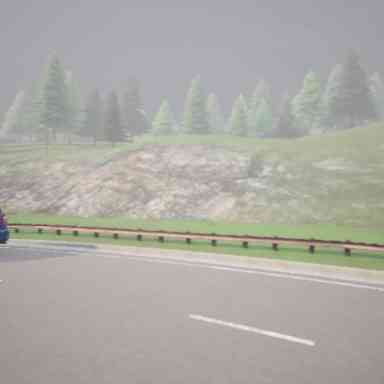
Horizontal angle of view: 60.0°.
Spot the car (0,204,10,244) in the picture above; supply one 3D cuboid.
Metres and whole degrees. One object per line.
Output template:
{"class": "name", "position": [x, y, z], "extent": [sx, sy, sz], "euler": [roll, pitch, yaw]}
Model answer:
{"class": "car", "position": [-9.076, 1.148, 11.517], "extent": [5.566, 2.045, 2.150], "euler": [0, 0, 17]}
